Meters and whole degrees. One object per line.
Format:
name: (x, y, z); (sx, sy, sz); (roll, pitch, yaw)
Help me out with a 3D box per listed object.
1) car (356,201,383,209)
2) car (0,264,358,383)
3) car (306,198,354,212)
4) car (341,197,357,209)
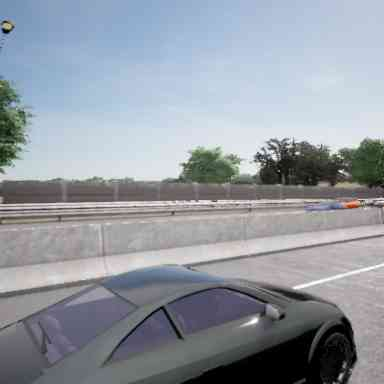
car: (16.535, 1.621, 28.685); (4.718, 1.301, 1.895); (0, 0, -35)
car: (-0.011, 1.560, 3.738); (4.181, 1.385, 1.994); (0, 0, -35)
car: (12.192, 1.535, 29.881); (4.674, 1.442, 1.812); (0, 0, -35)
car: (17.062, 1.396, 37.636); (4.553, 1.767, 2.097); (0, 0, -35)
